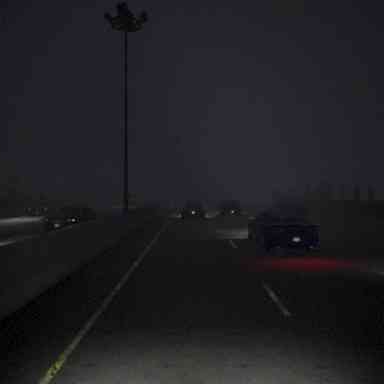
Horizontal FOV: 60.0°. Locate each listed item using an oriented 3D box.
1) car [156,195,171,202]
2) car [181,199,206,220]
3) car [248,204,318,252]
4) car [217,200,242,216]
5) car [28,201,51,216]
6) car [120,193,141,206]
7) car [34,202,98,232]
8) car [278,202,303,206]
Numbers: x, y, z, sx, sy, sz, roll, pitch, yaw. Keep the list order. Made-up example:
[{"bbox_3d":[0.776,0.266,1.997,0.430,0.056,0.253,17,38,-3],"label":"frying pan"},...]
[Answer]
[{"bbox_3d":[-5.261,1.373,62.585,2.097,1.767,4.553,0,0,10],"label":"car"},{"bbox_3d":[0.104,1.569,27.823,1.994,1.385,4.181,0,0,0],"label":"car"},{"bbox_3d":[3.601,1.480,13.922,1.882,1.535,5.008,0,0,0],"label":"car"},{"bbox_3d":[3.606,1.510,32.074,1.837,1.490,4.892,0,0,0],"label":"car"},{"bbox_3d":[-14.087,1.606,32.483,1.895,1.301,4.718,0,0,0],"label":"car"},{"bbox_3d":[-9.939,1.227,54.454,2.150,2.045,5.566,0,0,6],"label":"car"},{"bbox_3d":[-7.096,1.495,19.903,2.128,1.511,4.902,0,0,0],"label":"car"},{"bbox_3d":[7.103,1.509,24.630,1.837,1.490,4.892,0,0,0],"label":"car"}]
